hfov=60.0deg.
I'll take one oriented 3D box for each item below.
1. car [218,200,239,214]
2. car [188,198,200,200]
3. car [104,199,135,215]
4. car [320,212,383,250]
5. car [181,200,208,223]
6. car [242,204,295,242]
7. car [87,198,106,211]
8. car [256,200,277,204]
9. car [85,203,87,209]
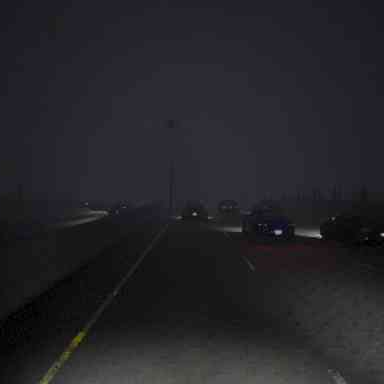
[{"bbox_3d":[3.730,1.524,34.381,2.033,1.411,5.357,0,0,0],"label":"car"},{"bbox_3d":[0.263,1.537,42.895,2.163,1.488,4.792,0,-1,0],"label":"car"},{"bbox_3d":[-6.955,1.571,33.052,1.895,1.301,4.718,0,0,1],"label":"car"},{"bbox_3d":[7.156,1.559,14.329,1.994,1.385,4.181,0,0,0],"label":"car"},{"bbox_3d":[0.196,1.545,25.717,1.994,1.385,4.181,0,0,0],"label":"car"},{"bbox_3d":[3.661,1.516,16.354,1.812,1.442,4.674,0,0,0],"label":"car"},{"bbox_3d":[-10.421,1.535,39.245,1.994,1.385,4.181,0,0,1],"label":"car"},{"bbox_3d":[7.221,1.507,32.074,1.812,1.442,4.674,0,0,0],"label":"car"},{"bbox_3d":[-13.855,1.696,48.051,1.837,1.490,4.892,0,-3,1],"label":"car"}]
